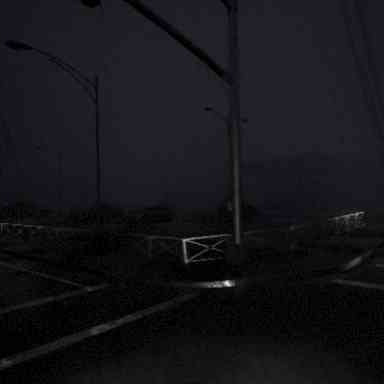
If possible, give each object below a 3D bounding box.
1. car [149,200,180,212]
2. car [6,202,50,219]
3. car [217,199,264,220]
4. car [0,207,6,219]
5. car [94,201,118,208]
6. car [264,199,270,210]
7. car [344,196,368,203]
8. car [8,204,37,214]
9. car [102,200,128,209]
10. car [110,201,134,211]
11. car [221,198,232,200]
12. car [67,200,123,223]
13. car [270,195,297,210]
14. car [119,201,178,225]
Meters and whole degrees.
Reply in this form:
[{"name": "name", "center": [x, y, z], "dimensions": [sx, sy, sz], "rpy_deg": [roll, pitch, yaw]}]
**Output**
[{"name": "car", "center": [-4.060, 2.044, 49.390], "dimensions": [2.007, 1.523, 4.514], "rpy_deg": [-2, -1, 39]}, {"name": "car", "center": [-18.290, 2.003, 37.683], "dimensions": [1.905, 1.878, 3.866], "rpy_deg": [-2, -1, 39]}, {"name": "car", "center": [4.022, 1.626, 28.756], "dimensions": [2.007, 1.523, 4.514], "rpy_deg": [-2, -1, 39]}, {"name": "car", "center": [-20.788, 2.097, 39.219], "dimensions": [1.932, 1.855, 4.605], "rpy_deg": [-2, -1, 39]}, {"name": "car", "center": [-18.385, 2.657, 71.229], "dimensions": [2.007, 1.523, 4.514], "rpy_deg": [-2, -1, 39]}, {"name": "car", "center": [10.456, 1.763, 47.443], "dimensions": [1.970, 1.475, 3.806], "rpy_deg": [-2, -1, 39]}, {"name": "car", "center": [34.750, 1.613, 70.673], "dimensions": [4.611, 1.667, 2.242], "rpy_deg": [-2, -1, 39]}, {"name": "car", "center": [-27.964, 2.726, 54.992], "dimensions": [1.970, 1.475, 3.806], "rpy_deg": [-2, -1, 39]}, {"name": "car", "center": [-15.938, 2.571, 69.267], "dimensions": [2.152, 1.636, 5.027], "rpy_deg": [-2, -1, 39]}, {"name": "car", "center": [-11.721, 2.310, 55.800], "dimensions": [1.845, 1.501, 3.633], "rpy_deg": [-2, -1, 39]}, {"name": "car", "center": [5.067, 1.543, 40.895], "dimensions": [1.932, 1.855, 4.605], "rpy_deg": [-2, -1, 39]}, {"name": "car", "center": [-8.443, 1.767, 29.516], "dimensions": [2.152, 1.636, 5.027], "rpy_deg": [-2, -1, 39]}, {"name": "car", "center": [12.617, 1.401, 44.854], "dimensions": [1.905, 1.878, 3.866], "rpy_deg": [-2, -1, 39]}, {"name": "car", "center": [-3.297, 1.687, 25.669], "dimensions": [1.970, 1.475, 3.806], "rpy_deg": [-2, -1, 39]}]
